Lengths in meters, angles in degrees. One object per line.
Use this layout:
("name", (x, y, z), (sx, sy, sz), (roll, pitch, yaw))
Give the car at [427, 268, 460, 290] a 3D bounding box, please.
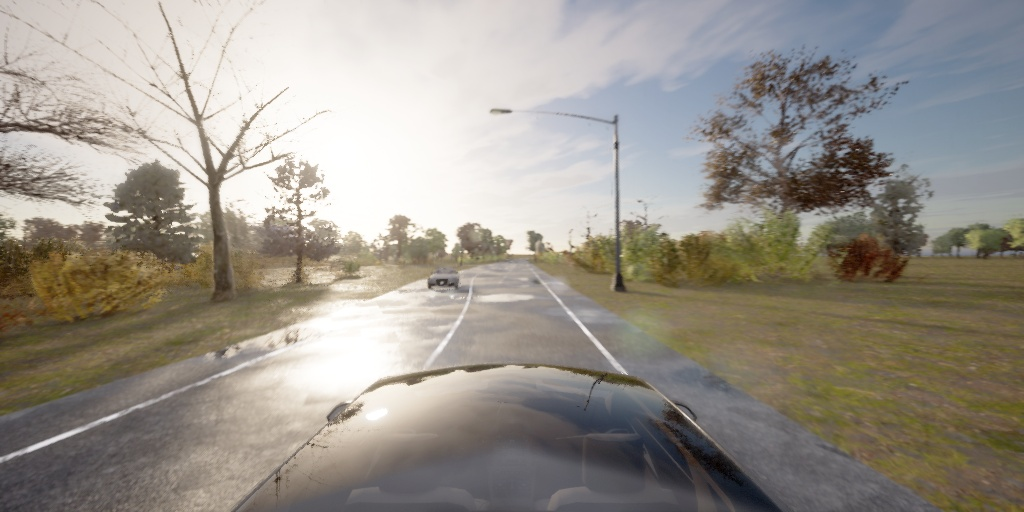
("car", (-4.616, 1.513, 24.738), (1.994, 1.385, 4.181), (-1, 0, -5))
